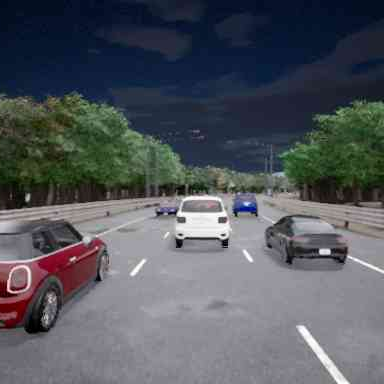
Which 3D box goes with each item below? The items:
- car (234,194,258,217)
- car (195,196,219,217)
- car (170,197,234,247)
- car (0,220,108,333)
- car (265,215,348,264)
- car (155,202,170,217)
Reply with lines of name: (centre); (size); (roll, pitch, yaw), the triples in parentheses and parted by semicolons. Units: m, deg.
car: (5.009, 1.216, 31.756); (2.150, 2.045, 5.566); (0, 0, 5)
car: (1.550, 1.343, 32.189); (2.097, 1.767, 4.553); (0, 0, 5)
car: (0.457, 1.219, 15.102); (2.150, 2.045, 5.566); (0, 0, 2)
car: (-3.276, 1.347, 6.952); (2.097, 1.767, 4.553); (0, 0, 1)
car: (3.836, 1.527, 11.733); (1.812, 1.442, 4.674); (0, 0, 2)
car: (-2.084, 1.589, 30.861); (1.895, 1.301, 4.718); (0, 0, 4)
